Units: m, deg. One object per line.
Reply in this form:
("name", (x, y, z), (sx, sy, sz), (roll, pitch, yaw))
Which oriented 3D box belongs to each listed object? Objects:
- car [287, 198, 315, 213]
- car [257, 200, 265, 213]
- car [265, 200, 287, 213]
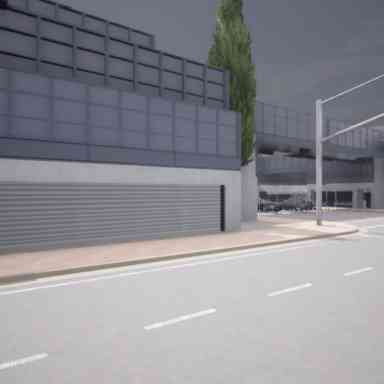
("car", (11.373, 1.476, 37.431), (1.837, 1.490, 4.892), (0, 0, -37))
("car", (4.752, 1.483, 34.247), (1.837, 1.490, 4.892), (0, 0, -37))
("car", (7.719, 1.539, 36.124), (1.994, 1.385, 4.181), (0, 0, -37))
